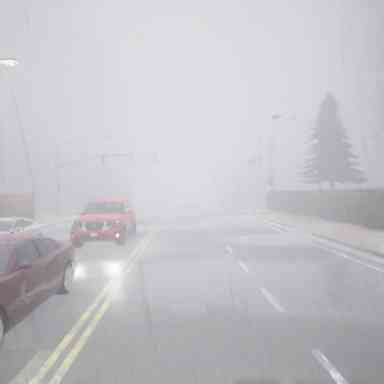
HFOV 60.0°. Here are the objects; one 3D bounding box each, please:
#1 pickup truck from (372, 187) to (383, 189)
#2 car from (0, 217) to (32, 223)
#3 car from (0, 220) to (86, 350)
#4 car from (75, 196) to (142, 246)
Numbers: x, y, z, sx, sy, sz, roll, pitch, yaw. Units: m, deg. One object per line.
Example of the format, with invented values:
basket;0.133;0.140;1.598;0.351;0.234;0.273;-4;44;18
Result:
pickup truck;39.447;-0.129;68.466;6.274;2.098;2.390;-2;0;28
car;-7.444;1.747;13.108;1.812;1.442;4.674;-2;0;-2
car;-3.721;1.587;6.167;1.882;1.535;5.008;-2;0;-2
car;-4.039;1.335;16.150;2.150;2.045;5.566;-2;1;-2
